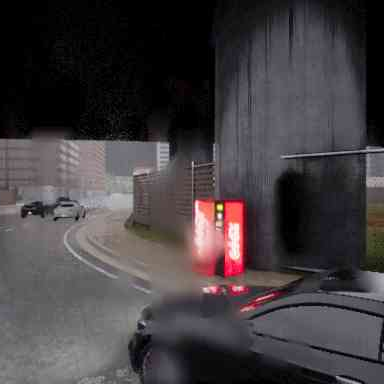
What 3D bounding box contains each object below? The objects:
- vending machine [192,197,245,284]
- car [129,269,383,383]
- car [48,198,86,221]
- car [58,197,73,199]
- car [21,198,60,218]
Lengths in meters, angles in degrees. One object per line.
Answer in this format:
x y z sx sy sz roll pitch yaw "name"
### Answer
0.708 1.195 8.803 1.100 2.100 0.880 0 0 -42 "vending machine"
1.442 1.525 3.220 4.674 1.442 1.812 0 0 37 "car"
-9.941 1.526 27.203 1.812 1.442 4.674 0 0 -8 "car"
-15.292 1.352 40.616 2.097 1.767 4.553 0 0 -7 "car"
-13.885 1.505 30.212 1.837 1.490 4.892 0 0 -8 "car"
